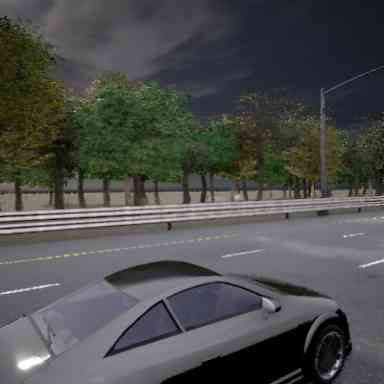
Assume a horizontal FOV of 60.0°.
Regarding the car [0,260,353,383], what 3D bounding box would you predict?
[{"bbox_3d":[-0.020,1.535,3.856,4.181,1.385,1.994,-1,1,-35],"label":"car"}]
